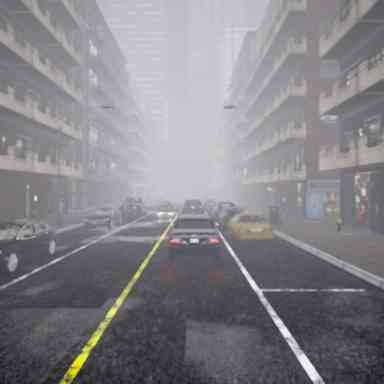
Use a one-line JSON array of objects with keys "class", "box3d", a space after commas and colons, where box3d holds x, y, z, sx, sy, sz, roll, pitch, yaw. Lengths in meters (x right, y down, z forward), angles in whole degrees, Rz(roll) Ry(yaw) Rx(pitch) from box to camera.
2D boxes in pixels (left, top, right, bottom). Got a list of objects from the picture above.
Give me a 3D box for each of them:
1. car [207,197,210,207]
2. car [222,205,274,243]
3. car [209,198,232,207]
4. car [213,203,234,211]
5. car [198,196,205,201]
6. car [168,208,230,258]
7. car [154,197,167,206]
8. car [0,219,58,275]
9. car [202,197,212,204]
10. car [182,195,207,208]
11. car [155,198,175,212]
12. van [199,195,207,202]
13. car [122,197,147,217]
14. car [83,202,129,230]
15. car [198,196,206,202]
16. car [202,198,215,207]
[{"class": "car", "box3d": [2.692, 1.692, 49.588, 1.947, 1.339, 4.313, -1, 0, 0]}, {"class": "car", "box3d": [2.683, 1.566, 16.146, 1.752, 1.417, 4.829, -1, 0, 0]}, {"class": "car", "box3d": [2.685, 1.509, 27.181, 1.967, 1.590, 4.097, -1, 0, 0]}, {"class": "car", "box3d": [2.685, 1.620, 21.578, 1.947, 1.339, 4.313, -1, 0, 0]}, {"class": "car", "box3d": [2.703, 1.791, 94.404, 1.887, 1.381, 4.507, -1, 0, 0]}, {"class": "car", "box3d": [0.089, 1.580, 12.924, 2.033, 1.411, 5.357, 0, 0, 0]}, {"class": "car", "box3d": [-5.685, 1.707, 60.823, 2.008, 1.369, 4.403, -1, 0, 0]}, {"class": "car", "box3d": [-5.698, 1.577, 10.406, 2.008, 1.369, 4.403, -1, 0, 0]}, {"class": "car", "box3d": [3.016, 1.699, 67.205, 1.812, 1.442, 4.674, 0, 0, 0]}, {"class": "car", "box3d": [0.101, 1.434, 32.465, 2.097, 1.767, 4.553, 0, 0, 0]}, {"class": "car", "box3d": [-3.085, 1.665, 39.630, 1.994, 1.385, 4.181, 0, 0, 0]}, {"class": "van", "box3d": [2.697, 1.557, 83.201, 1.690, 1.788, 3.998, -1, 0, 0]}, {"class": "car", "box3d": [-5.696, 1.398, 32.814, 2.192, 1.841, 5.009, -1, 0, 0]}, {"class": "car", "box3d": [-5.695, 1.605, 21.609, 2.008, 1.369, 4.403, -1, 0, 0]}, {"class": "car", "box3d": [2.702, 1.782, 88.802, 2.008, 1.369, 4.403, -1, 0, 0]}, {"class": "car", "box3d": [2.693, 1.692, 55.191, 2.008, 1.369, 4.403, -1, 0, 0]}]
